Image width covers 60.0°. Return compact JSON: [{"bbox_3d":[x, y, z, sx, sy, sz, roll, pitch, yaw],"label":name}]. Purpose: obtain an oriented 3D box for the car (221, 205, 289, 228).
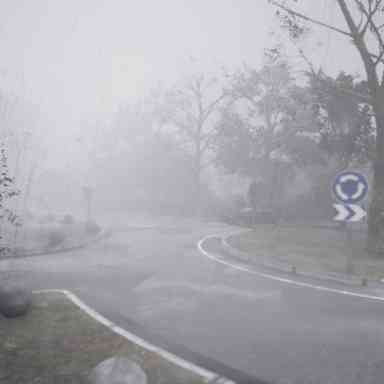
[{"bbox_3d":[4.514,1.673,23.757,5.008,1.535,1.882,1,-2,-19],"label":"car"}]
